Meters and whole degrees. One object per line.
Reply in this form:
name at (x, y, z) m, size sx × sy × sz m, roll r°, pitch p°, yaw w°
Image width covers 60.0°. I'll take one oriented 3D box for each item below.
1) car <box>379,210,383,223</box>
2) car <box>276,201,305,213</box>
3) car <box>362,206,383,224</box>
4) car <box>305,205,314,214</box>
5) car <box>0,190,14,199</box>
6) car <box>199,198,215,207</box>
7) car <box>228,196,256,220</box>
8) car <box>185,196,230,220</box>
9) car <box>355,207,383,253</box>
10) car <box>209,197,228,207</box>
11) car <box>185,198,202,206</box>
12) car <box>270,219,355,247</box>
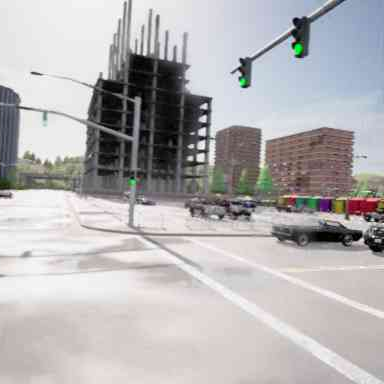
car at (24.999, 3.091, 40.015) m, size 1.970 × 1.475 × 3.806 m, roll 3°, pitch -1°, yaw -21°
car at (15.999, 2.497, 55.330) m, size 1.932 × 1.855 × 4.605 m, roll 3°, pitch -1°, yaw -21°
car at (22.310, 2.698, 38.988) m, size 1.905 × 1.878 × 3.866 m, roll 3°, pitch -1°, yaw -21°
car at (18.709, 2.862, 56.309) m, size 1.784 × 1.438 × 3.905 m, roll 3°, pitch -1°, yaw -21°
car at (-30.224, 0.406, 53.972) m, size 1.994 × 1.385 × 4.181 m, roll 3°, pitch -1°, yaw -21°
car at (2.924, 2.099, 66.379) m, size 1.784 × 1.438 × 3.905 m, roll 3°, pitch -1°, yaw -21°
car at (4.040, 1.651, 31.904) m, size 1.905 × 1.878 × 3.866 m, roll 3°, pitch -1°, yaw -21°
car at (1.324, 1.493, 30.915) m, size 1.932 × 1.855 × 4.605 m, roll 3°, pitch -1°, yaw -21°
car at (10.753, 1.936, 15.495) m, size 5.566 × 2.045 × 2.150 m, roll 3°, pitch -1°, yaw -20°
car at (5.417, 2.031, 67.392) m, size 1.932 × 1.855 × 4.605 m, roll 3°, pitch -1°, yaw -21°
car at (0.225, 1.976, 65.340) m, size 1.970 × 1.475 × 3.806 m, roll 3°, pitch -1°, yaw -21°
car at (6.600, 2.111, 17.701) m, size 4.718 × 1.301 × 1.895 m, roll 3°, pitch -1°, yaw -21°
